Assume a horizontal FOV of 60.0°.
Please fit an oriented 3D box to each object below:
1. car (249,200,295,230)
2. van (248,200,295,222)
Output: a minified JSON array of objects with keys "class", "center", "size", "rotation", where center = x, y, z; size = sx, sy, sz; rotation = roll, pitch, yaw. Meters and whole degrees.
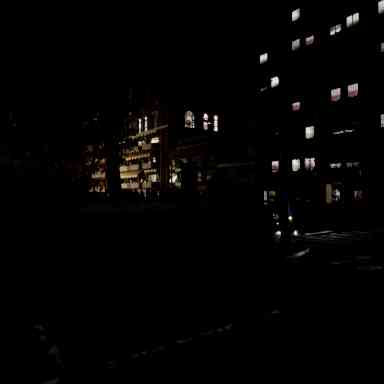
[{"class":"car","center":[4.918,1.605,23.421],"size":[2.097,1.767,4.553],"rotation":[0,-1,-36]},{"class":"van","center":[7.136,1.643,30.187],"size":[1.690,1.788,3.998],"rotation":[-1,0,-36]}]
